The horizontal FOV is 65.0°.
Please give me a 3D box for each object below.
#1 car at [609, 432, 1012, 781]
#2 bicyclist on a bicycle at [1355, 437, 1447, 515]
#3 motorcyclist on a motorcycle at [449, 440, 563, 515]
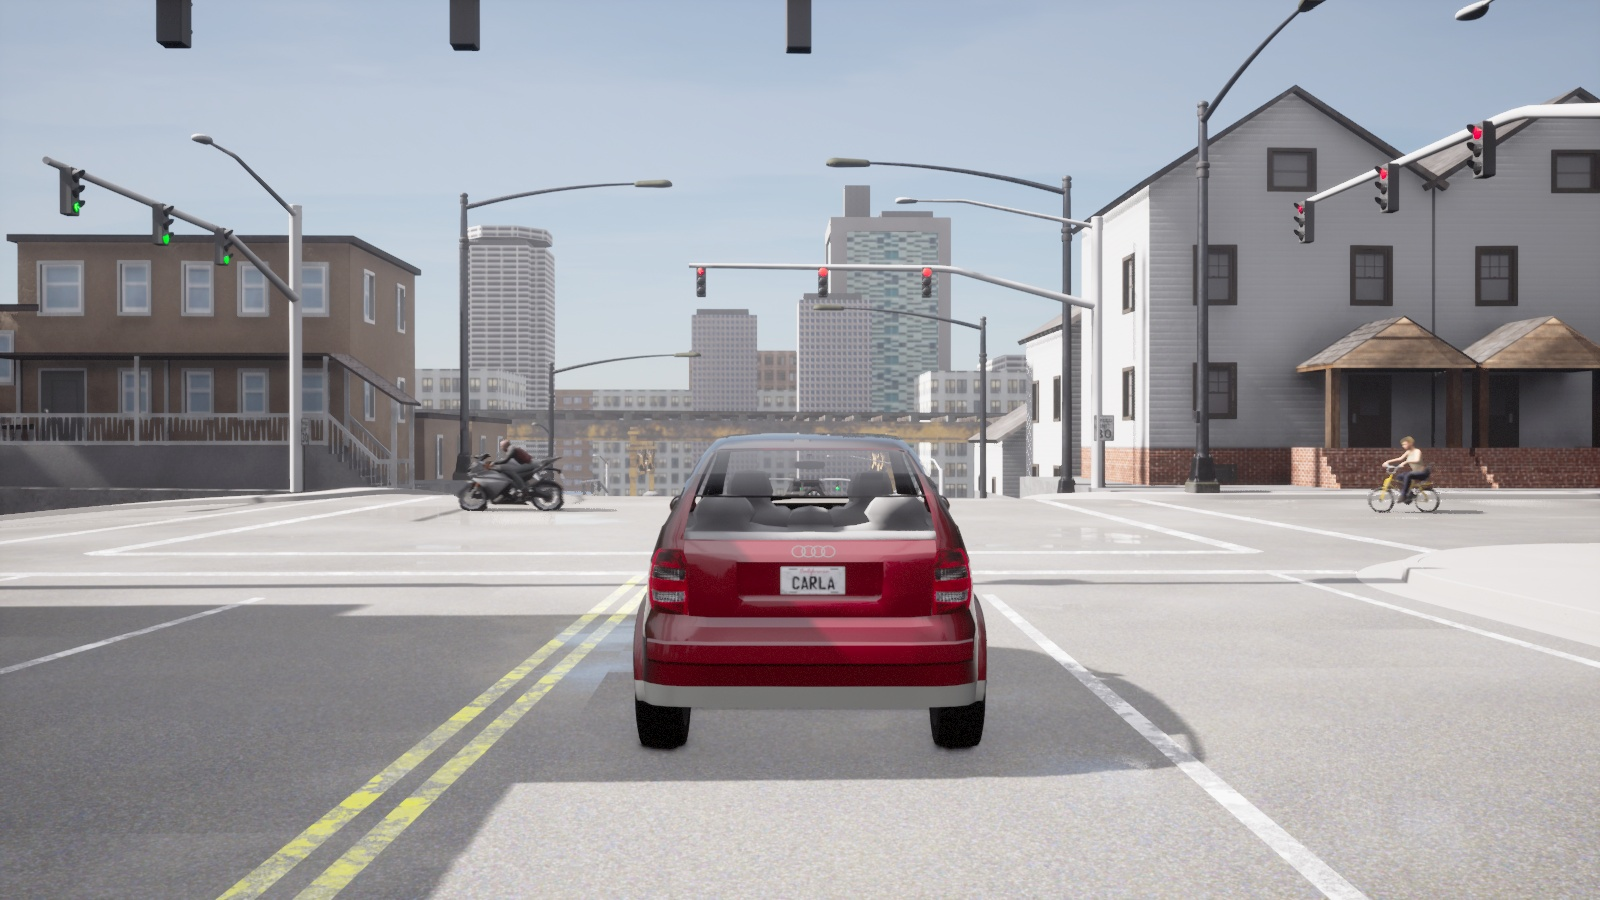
[{"bbox_3d":[0.056,0.683,7.431,1.789,1.549,3.705,0,0,0],"label":"car"},{"bbox_3d":[12.635,0.543,26.424,1.509,1.612,0.866,0,0,0],"label":"bicyclist on a bicycle"},{"bbox_3d":[-6.133,0.558,26.273,2.191,1.530,0.866,0,1,0],"label":"motorcyclist on a motorcycle"}]
